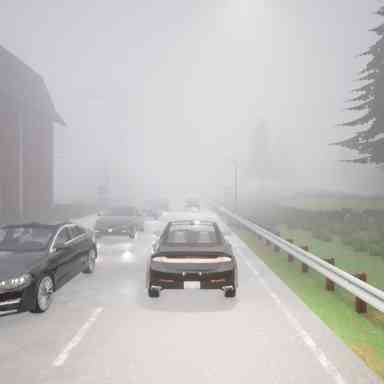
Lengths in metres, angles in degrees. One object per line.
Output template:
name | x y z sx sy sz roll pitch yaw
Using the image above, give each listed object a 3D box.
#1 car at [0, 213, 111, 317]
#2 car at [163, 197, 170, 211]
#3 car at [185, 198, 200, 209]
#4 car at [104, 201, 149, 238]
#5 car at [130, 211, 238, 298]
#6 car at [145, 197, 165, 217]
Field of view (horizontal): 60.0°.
car | -3.600 1.464 7.621 2.128 1.511 4.902 0 0 0
car | -3.553 1.336 37.845 1.882 1.535 5.008 0 0 0
car | 0.064 1.395 41.538 2.033 1.411 5.357 0 0 1
car | -3.598 1.441 17.092 1.837 1.490 4.892 0 0 0
car | 0.001 1.464 8.440 2.128 1.511 4.902 0 0 0
car | -3.594 1.423 27.357 1.812 1.442 4.674 0 0 0
